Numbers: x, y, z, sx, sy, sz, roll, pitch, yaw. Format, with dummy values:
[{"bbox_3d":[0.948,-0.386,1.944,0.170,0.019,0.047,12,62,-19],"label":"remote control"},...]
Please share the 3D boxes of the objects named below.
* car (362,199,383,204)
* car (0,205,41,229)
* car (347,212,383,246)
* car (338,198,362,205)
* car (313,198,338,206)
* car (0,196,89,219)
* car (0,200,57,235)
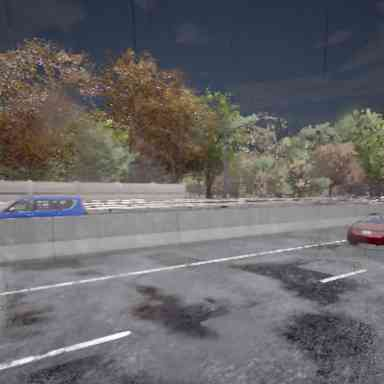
[{"bbox_3d":[24.351,1.601,42.793,4.718,1.301,1.895,0,0,-35],"label":"car"},{"bbox_3d":[-12.071,1.567,21.168,4.181,1.385,1.994,0,0,-35],"label":"car"},{"bbox_3d":[8.496,1.564,14.226,4.181,1.385,1.994,0,0,-36],"label":"car"},{"bbox_3d":[22.567,1.565,45.817,4.181,1.385,1.994,0,0,-35],"label":"car"},{"bbox_3d":[19.346,1.565,47.799,4.181,1.385,1.994,0,0,-35],"label":"car"},{"bbox_3d":[-7.708,1.224,15.686,5.566,2.045,2.150,0,0,-35],"label":"car"},{"bbox_3d":[-10.071,1.355,18.296,4.553,1.767,2.097,0,0,-35],"label":"car"}]
